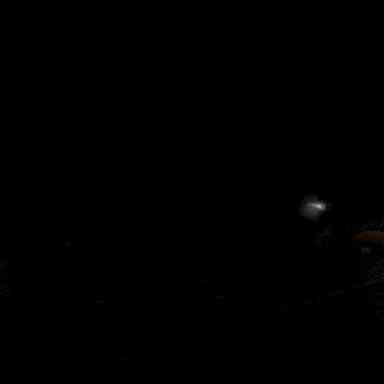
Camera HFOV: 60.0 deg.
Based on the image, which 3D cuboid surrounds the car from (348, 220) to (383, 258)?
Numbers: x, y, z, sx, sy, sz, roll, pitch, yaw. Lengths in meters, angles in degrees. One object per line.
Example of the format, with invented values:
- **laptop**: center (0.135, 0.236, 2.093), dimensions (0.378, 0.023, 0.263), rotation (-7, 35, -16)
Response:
- **car**: center (7.347, 1.487, 11.675), dimensions (4.829, 1.417, 1.752), rotation (0, 0, -35)
